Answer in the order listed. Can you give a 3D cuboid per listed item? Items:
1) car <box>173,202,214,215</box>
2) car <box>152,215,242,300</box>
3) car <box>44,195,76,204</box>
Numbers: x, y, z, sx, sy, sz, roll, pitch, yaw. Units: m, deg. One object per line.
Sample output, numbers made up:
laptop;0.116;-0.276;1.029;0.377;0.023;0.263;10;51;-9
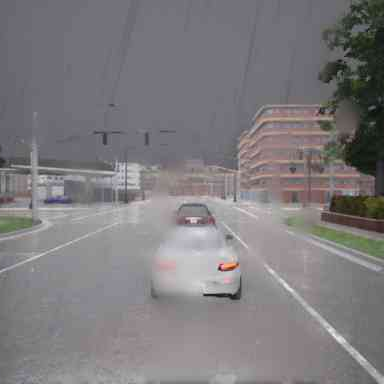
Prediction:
car;0.074;1.351;17.269;2.097;1.767;4.553;0;0;0
car;0.092;1.525;8.277;1.812;1.442;4.674;0;0;0
car;-23.402;1.292;57.992;4.611;1.667;2.242;0;0;1
